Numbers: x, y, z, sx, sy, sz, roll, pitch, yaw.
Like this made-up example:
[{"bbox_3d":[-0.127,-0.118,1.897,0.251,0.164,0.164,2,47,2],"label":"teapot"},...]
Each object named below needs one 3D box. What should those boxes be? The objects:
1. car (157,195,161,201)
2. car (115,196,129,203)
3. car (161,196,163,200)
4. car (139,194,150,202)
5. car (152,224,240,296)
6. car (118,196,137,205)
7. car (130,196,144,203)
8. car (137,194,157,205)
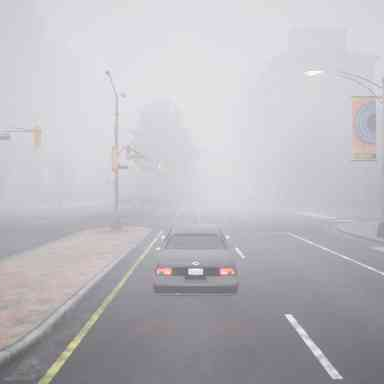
[{"bbox_3d":[-7.916,1.526,67.462,1.812,1.442,4.674,0,0,1],"label":"car"},{"bbox_3d":[-14.644,1.595,69.433,1.895,1.301,4.718,0,0,0],"label":"car"},{"bbox_3d":[-7.882,1.500,77.791,1.837,1.490,4.892,0,0,0],"label":"car"},{"bbox_3d":[-11.379,1.355,79.562,2.097,1.767,4.553,0,0,0],"label":"car"},{"bbox_3d":[0.087,1.547,8.782,2.033,1.411,5.357,0,0,0],"label":"car"},{"bbox_3d":[-11.478,1.491,59.629,2.128,1.511,4.902,0,0,0],"label":"car"},{"bbox_3d":[-11.395,1.525,69.551,2.128,1.511,4.902,0,0,0],"label":"car"},{"bbox_3d":[-7.983,1.564,58.944,1.994,1.385,4.181,0,0,1],"label":"car"}]
